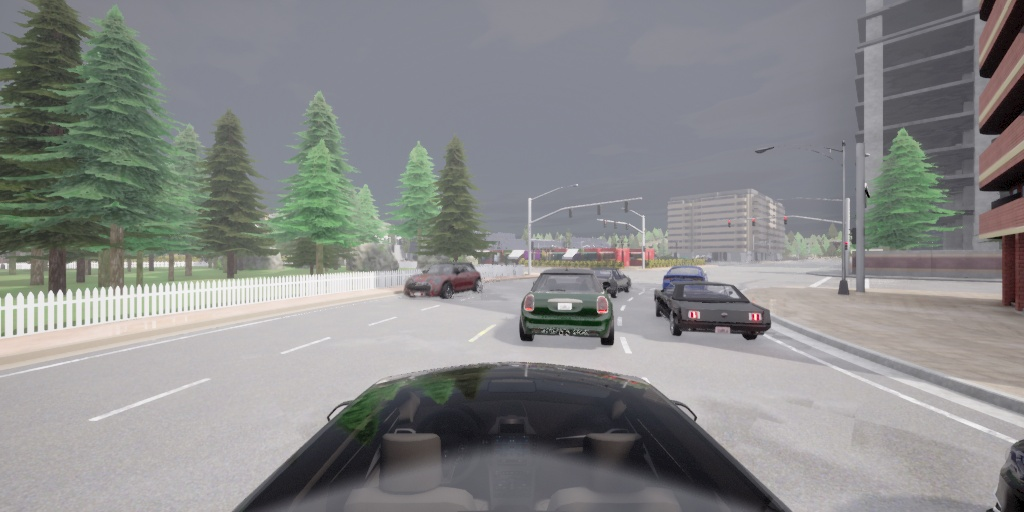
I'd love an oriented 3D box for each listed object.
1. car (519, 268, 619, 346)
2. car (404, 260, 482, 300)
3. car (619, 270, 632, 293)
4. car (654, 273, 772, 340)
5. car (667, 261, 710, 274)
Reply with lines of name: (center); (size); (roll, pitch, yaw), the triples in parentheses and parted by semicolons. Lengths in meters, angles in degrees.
car: (1.587, 1.102, 9.768); (2.097, 1.767, 4.553); (0, 0, 12)
car: (-3.313, 1.101, 17.940); (2.097, 1.767, 4.553); (0, 0, 23)
car: (4.807, 1.297, 18.532); (2.033, 1.411, 5.357); (0, 0, 29)
car: (5.216, 1.351, 10.072); (1.895, 1.301, 4.718); (0, 0, 14)
car: (9.062, 1.228, 18.590); (1.882, 1.535, 5.008); (0, 0, 30)
